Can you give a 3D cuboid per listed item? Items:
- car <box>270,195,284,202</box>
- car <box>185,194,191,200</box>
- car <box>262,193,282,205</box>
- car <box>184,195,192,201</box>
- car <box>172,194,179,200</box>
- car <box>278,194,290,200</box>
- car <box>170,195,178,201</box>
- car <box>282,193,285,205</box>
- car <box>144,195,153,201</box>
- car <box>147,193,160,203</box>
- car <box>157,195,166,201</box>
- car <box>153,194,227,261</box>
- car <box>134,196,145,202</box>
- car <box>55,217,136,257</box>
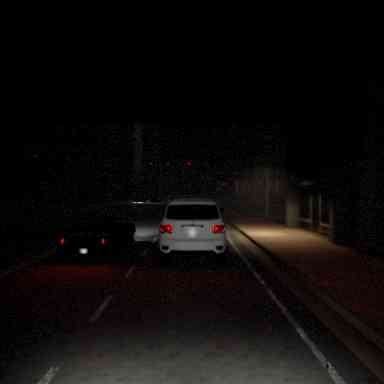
[{"bbox_3d":[18.704,1.407,73.310,1.970,1.475,3.806,0,0,0],"label":"car"},{"bbox_3d":[-1.142,1.319,94.556,1.882,1.535,5.008,0,0,0],"label":"car"},{"bbox_3d":[13.154,1.162,55.881,1.932,1.855,4.605,0,0,0],"label":"car"},{"bbox_3d":[-1.086,1.563,85.720,1.994,1.385,4.181,0,0,0],"label":"car"},{"bbox_3d":[-4.642,1.394,94.533,1.994,1.385,4.181,0,0,0],"label":"car"},{"bbox_3d":[24.429,1.409,88.428,1.970,1.475,3.806,0,0,0],"label":"car"},{"bbox_3d":[-4.590,1.565,86.380,1.994,1.385,4.181,0,0,0],"label":"car"},{"bbox_3d":[16.048,1.165,55.835,1.905,1.878,3.866,0,0,0],"label":"car"},{"bbox_3d":[-11.605,1.595,88.722,1.895,1.301,4.718,0,0,0],"label":"car"},{"bbox_3d":[-8.005,1.238,73.052,2.150,2.045,5.566,0,0,0],"label":"car"},{"bbox_3d":[-8.105,1.477,88.774,1.882,1.535,5.008,0,0,0],"label":"car"},{"bbox_3d":[0.041,1.225,12.367,2.150,2.045,5.566,0,0,1],"label":"car"},{"bbox_3d":[-11.505,1.565,73.060,1.994,1.385,4.181,0,0,0],"label":"car"},{"bbox_3d":[-3.453,1.603,12.894,1.895,1.301,4.718,0,0,1],"label":"car"}]
